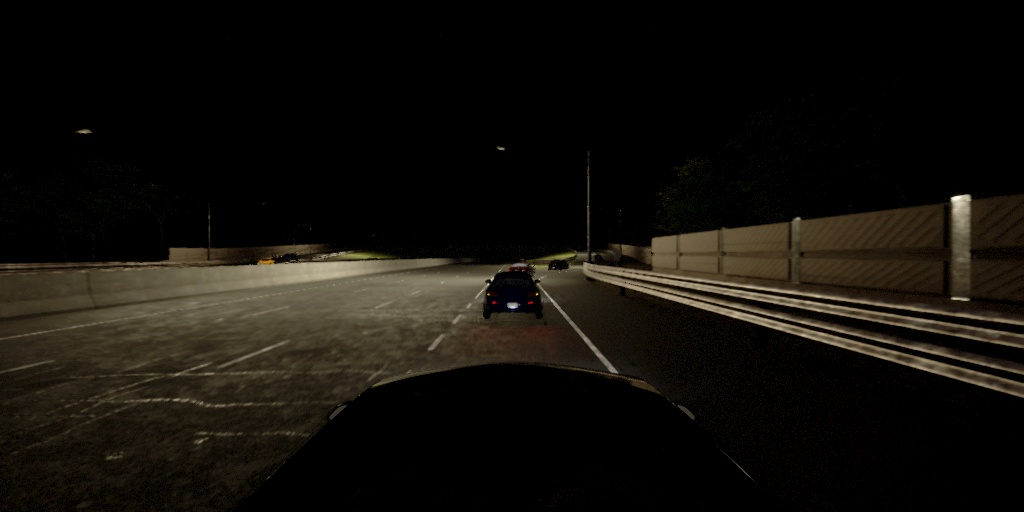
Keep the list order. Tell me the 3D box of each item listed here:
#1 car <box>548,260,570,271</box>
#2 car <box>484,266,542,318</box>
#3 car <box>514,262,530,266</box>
[{"bbox_3d":[6.247,1.243,47.572,1.837,1.490,4.892,0,-1,25],"label":"car"},{"bbox_3d":[0.029,1.267,12.733,1.812,1.442,4.674,0,0,0],"label":"car"},{"bbox_3d":[0.964,1.268,32.518,2.033,1.411,5.357,0,0,11],"label":"car"}]
